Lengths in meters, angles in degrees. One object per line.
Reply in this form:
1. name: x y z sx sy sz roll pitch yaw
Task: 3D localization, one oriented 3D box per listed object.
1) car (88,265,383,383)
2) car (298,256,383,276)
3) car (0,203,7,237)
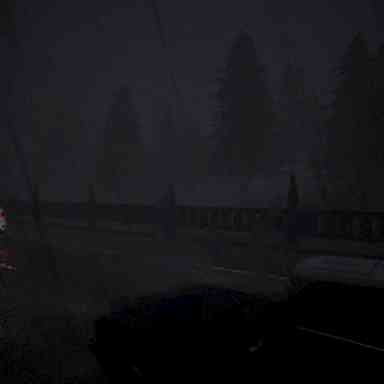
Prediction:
1. car: 1.163 1.600 3.158 4.718 1.301 1.895 0 0 36
2. car: 4.011 1.600 5.425 4.718 1.301 1.895 0 0 36
3. car: -11.362 1.214 16.389 5.566 2.045 2.150 0 0 35
